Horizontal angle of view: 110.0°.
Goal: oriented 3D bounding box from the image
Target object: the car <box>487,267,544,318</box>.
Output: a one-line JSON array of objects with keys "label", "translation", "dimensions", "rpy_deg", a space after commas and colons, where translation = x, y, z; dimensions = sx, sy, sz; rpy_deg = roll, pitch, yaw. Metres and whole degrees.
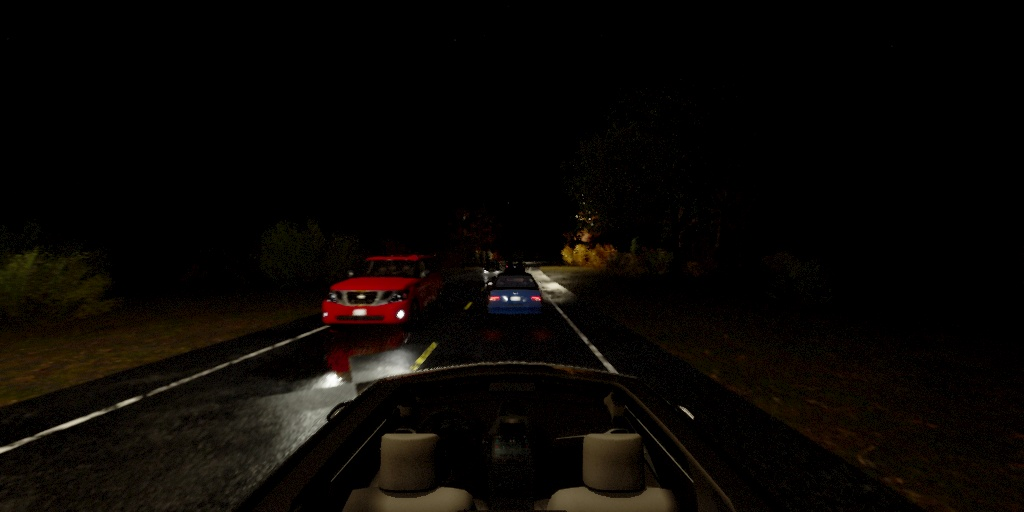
[{"label": "car", "translation": [0.100, 1.299, 13.019], "dimensions": [2.033, 1.411, 5.357], "rpy_deg": [0, 0, 0]}]

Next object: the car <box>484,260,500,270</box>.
[{"label": "car", "translation": [-2.783, 1.276, 51.039], "dimensions": [1.812, 1.442, 4.674], "rpy_deg": [0, 0, 4]}]

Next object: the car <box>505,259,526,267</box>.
[{"label": "car", "translation": [0.343, 1.105, 37.625], "dimensions": [2.097, 1.767, 4.553], "rpy_deg": [0, 0, 2]}]

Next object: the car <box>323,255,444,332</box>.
[{"label": "car", "translation": [-3.599, 0.972, 11.236], "dimensions": [2.150, 2.045, 5.566], "rpy_deg": [0, 0, 0]}]
